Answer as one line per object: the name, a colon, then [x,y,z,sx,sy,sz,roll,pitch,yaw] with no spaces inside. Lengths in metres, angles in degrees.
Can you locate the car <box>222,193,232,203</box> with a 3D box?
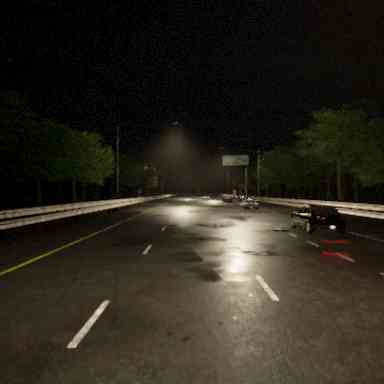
car: [7.273,1.525,69.293,2.128,1.511,4.902,0,0,0]

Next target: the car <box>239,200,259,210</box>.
car: [7.101,1.611,41.849,1.895,1.301,4.718,0,0,0]

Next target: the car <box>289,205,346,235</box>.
car: [7.023,1.511,19.006,1.837,1.490,4.892,0,0,0]
